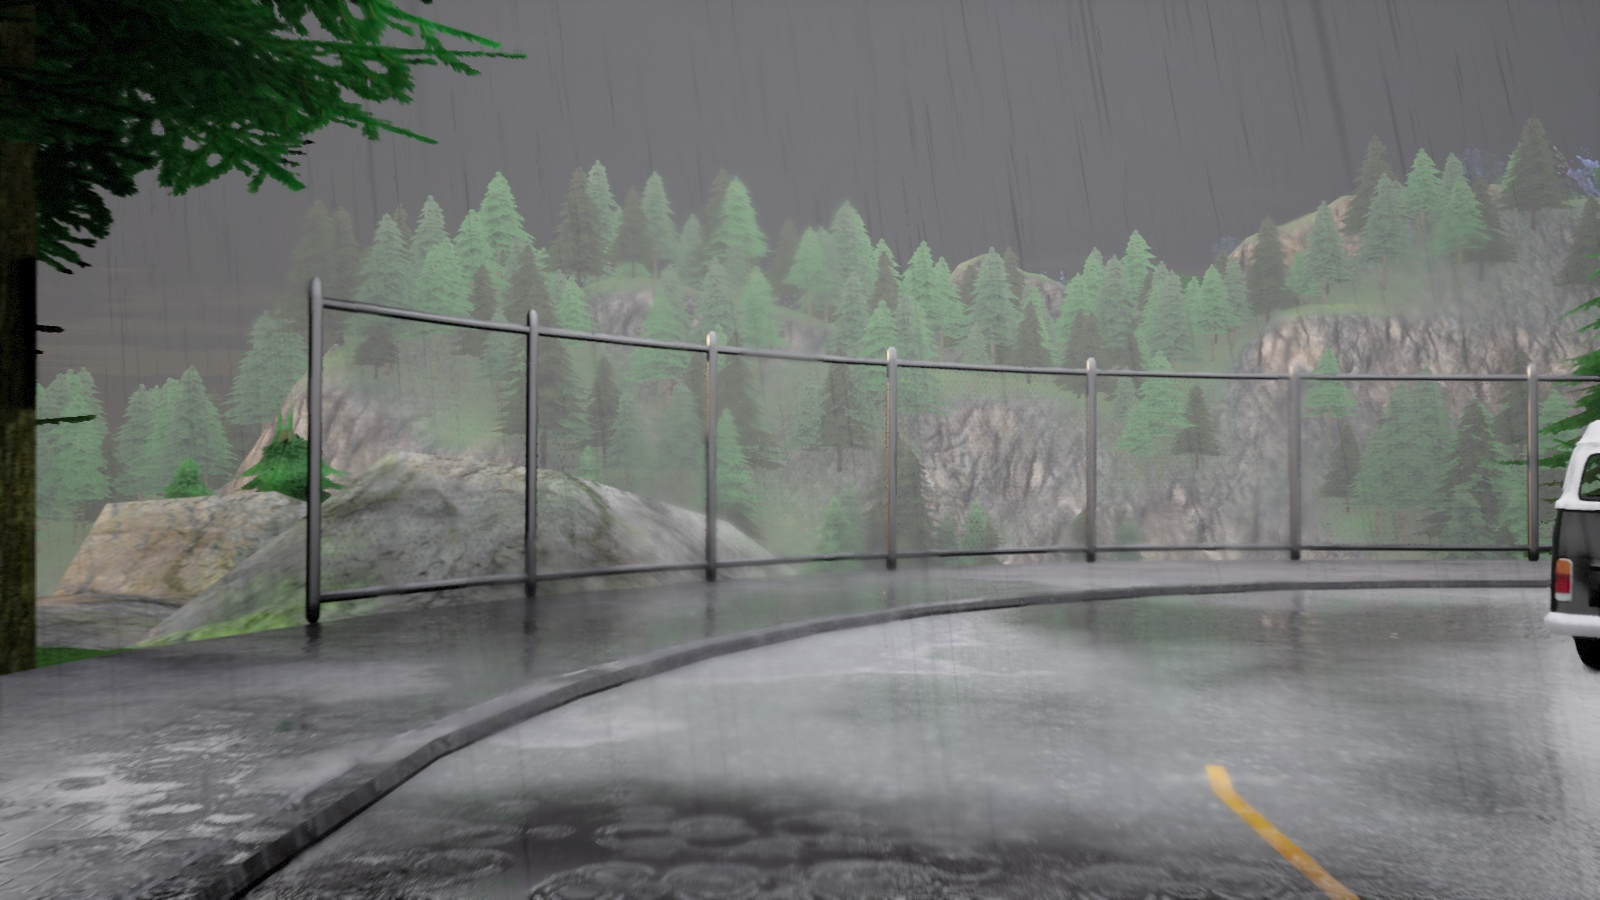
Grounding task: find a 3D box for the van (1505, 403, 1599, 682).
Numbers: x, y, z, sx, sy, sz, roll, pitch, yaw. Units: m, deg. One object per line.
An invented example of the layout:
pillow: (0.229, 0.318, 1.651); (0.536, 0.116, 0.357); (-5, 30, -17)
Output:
van: (7.900, 0.678, 10.180); (4.480, 2.038, 2.069); (1, -2, -36)
